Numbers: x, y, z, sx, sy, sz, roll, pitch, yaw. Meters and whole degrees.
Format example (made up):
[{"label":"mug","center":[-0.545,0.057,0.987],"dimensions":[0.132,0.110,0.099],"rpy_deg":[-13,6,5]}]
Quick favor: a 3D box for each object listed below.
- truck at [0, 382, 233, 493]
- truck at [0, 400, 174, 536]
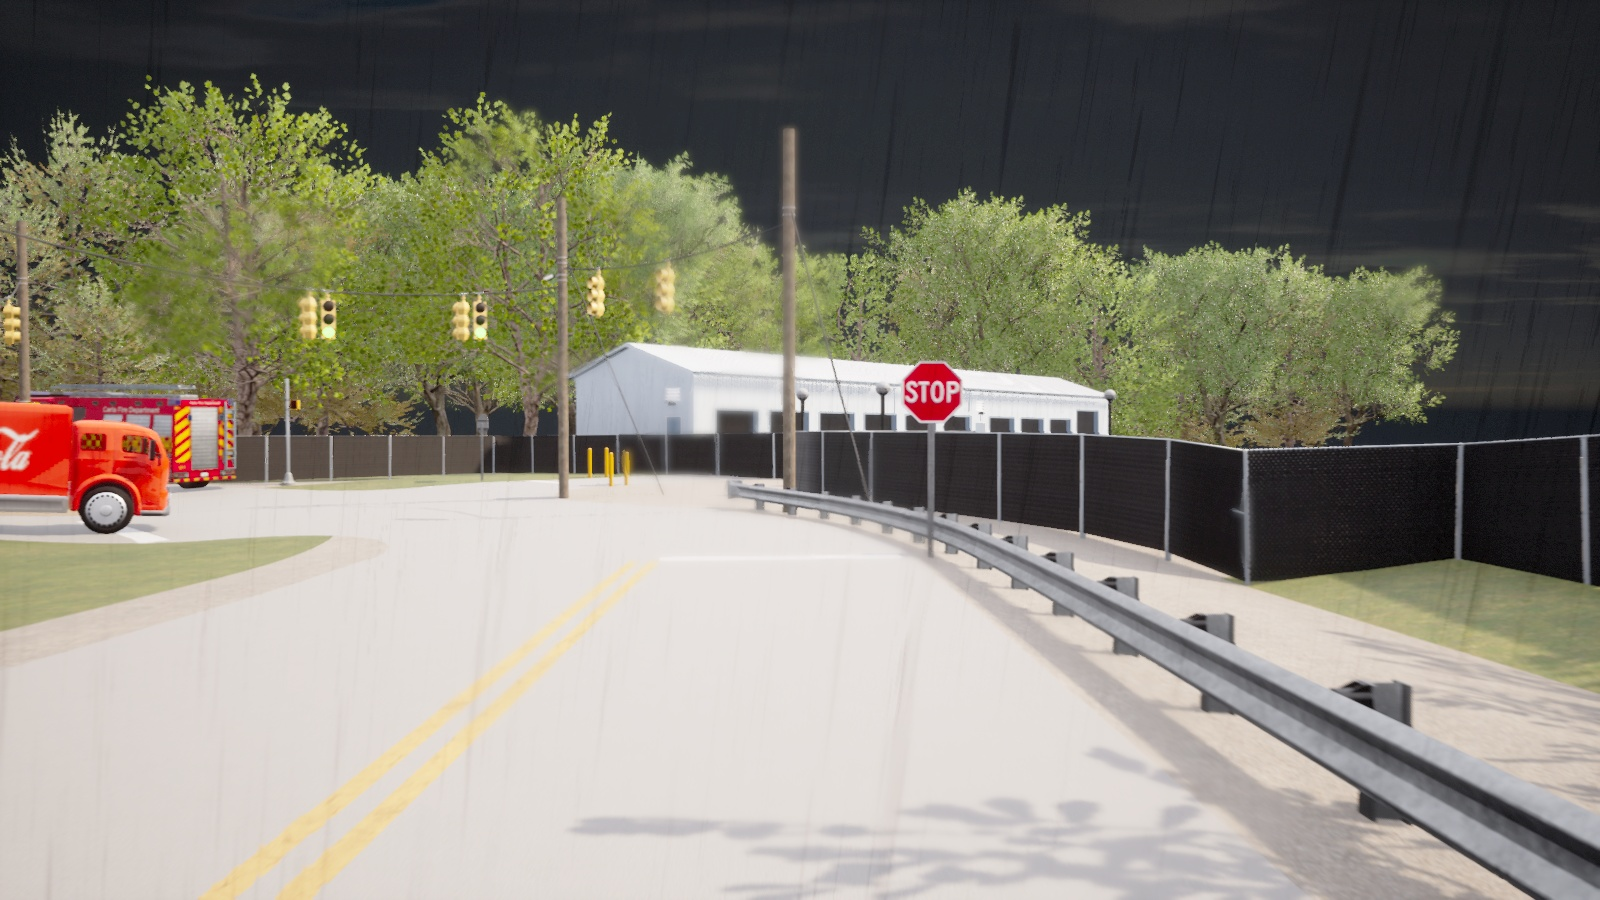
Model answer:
[{"label":"truck","center":[-25.444,-0.544,46.600],"dimensions":[8.468,3.827,2.891],"rpy_deg":[1,2,21]},{"label":"truck","center":[-15.219,0.286,24.331],"dimensions":[5.204,2.467,2.627],"rpy_deg":[3,0,-31]}]
